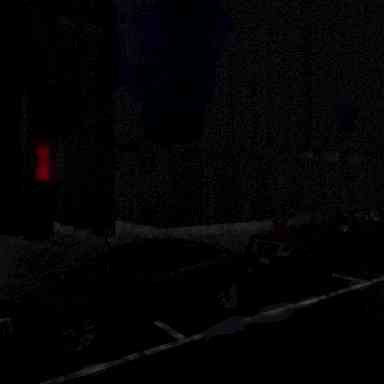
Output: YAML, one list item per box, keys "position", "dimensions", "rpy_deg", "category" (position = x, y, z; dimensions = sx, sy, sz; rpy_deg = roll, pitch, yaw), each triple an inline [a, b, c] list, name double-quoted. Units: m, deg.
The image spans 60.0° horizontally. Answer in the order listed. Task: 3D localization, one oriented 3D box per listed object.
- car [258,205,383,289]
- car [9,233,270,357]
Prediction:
- position: [3.749, 1.314, 9.327]
  dimensions: [5.009, 1.841, 2.192]
  rpy_deg: [0, 0, -35]
  category: "car"
- position: [-0.839, 1.565, 6.053]
  dimensions: [4.313, 1.339, 1.947]
  rpy_deg: [0, 0, -35]
  category: "car"
